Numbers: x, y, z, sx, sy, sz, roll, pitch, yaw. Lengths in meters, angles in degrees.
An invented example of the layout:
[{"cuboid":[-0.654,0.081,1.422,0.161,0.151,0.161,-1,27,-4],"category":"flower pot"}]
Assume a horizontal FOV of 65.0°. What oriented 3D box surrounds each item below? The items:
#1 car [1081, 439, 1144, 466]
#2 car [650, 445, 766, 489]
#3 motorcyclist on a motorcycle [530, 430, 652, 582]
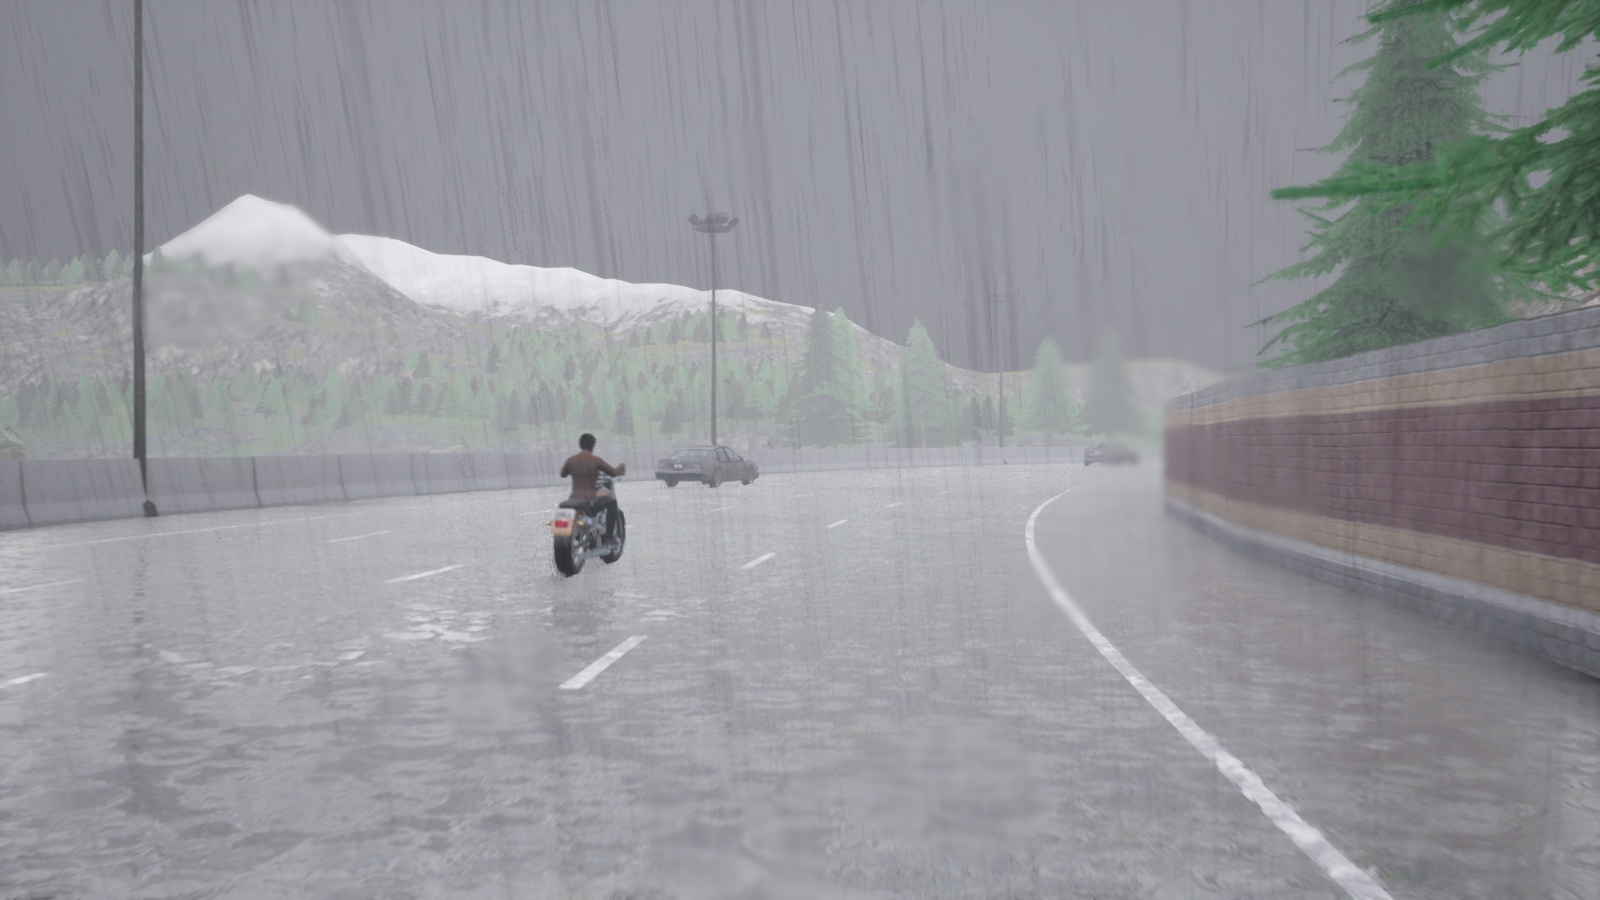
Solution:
[{"cuboid":[19.846,0.161,79.634,2.242,1.667,4.611,0,0,36],"category":"car"},{"cuboid":[-3.061,0.547,43.188,2.033,1.411,5.357,0,0,19],"category":"car"},{"cuboid":[-2.439,0.610,14.960,0.766,1.649,2.350,1,0,7],"category":"motorcyclist on a motorcycle"}]
